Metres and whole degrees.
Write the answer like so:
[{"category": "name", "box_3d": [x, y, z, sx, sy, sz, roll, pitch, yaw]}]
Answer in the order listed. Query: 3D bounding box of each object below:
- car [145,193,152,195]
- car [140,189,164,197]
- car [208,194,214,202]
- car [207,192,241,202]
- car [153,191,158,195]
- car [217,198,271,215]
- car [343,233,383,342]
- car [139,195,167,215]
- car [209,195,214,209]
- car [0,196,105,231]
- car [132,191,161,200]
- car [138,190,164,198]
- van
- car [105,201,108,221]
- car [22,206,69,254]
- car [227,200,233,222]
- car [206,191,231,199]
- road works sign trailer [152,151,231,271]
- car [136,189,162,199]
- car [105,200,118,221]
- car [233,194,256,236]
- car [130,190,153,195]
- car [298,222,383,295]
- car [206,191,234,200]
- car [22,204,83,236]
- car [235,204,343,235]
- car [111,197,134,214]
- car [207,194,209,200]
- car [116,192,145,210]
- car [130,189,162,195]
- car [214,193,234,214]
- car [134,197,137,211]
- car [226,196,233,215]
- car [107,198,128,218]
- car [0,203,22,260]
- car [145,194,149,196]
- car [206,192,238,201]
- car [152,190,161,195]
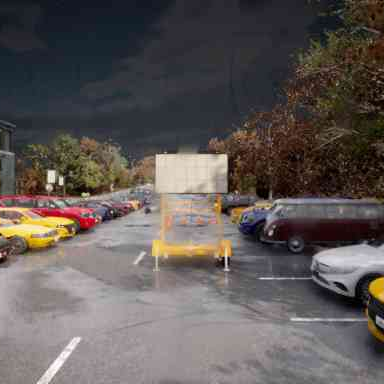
[{"category": "car", "box_3d": [-8.134, 1.234, 43.403, 4.792, 1.488, 2.163, 0, 1, 0]}, {"category": "car", "box_3d": [-8.171, 0.245, 68.465, 4.792, 1.488, 2.163, 0, 3, 0]}, {"category": "car", "box_3d": [4.969, 1.204, 43.473, 4.892, 1.521, 2.231, 0, 2, 0]}, {"category": "car", "box_3d": [5.144, 0.854, 54.623, 5.366, 1.575, 1.946, 0, 2, 0]}, {"category": "car", "box_3d": [-8.146, 0.992, 51.769, 4.792, 1.488, 2.163, 0, 2, 0]}, {"category": "car", "box_3d": [4.997, 1.405, 32.450, 5.008, 1.535, 2.097, 0, 1, 0]}, {"category": "car", "box_3d": [5.039, 1.480, 4.461, 5.008, 1.535, 2.097, 0, 0, 0]}, {"category": "car", "box_3d": [-3.549, 1.409, 33.112, 2.128, 1.511, 4.902, 0, 1, 0]}, {"category": "car", "box_3d": [4.802, 1.364, 35.239, 5.366, 1.575, 1.946, 0, 1, 0]}, {"category": "car", "box_3d": [-8.039, 1.227, 18.326, 5.566, 2.045, 2.435, 0, 0, 0]}, {"category": "car", "box_3d": [-8.135, 0.624, 60.124, 5.008, 1.535, 2.097, 0, 2, 0]}, {"category": "car", "box_3d": [-8.109, 0.384, 65.684, 4.792, 1.488, 2.163, 0, 3, 0]}, {"category": "van", "box_3d": [4.905, 1.254, 12.816, 4.442, 1.987, 1.878, 0, 0, 0]}, {"category": "car", "box_3d": [-8.074, 1.517, 21.110, 4.674, 1.452, 2.002, 0, 0, 0]}, {"category": "car", "box_3d": [-7.873, 1.477, 12.760, 5.366, 1.575, 1.946, 0, 0, 0]}, {"category": "car", "box_3d": [5.003, 1.477, 21.294, 5.008, 1.535, 2.097, 0, 0, 0]}, {"category": "car", "box_3d": [4.948, 0.524, 63.116, 4.674, 1.452, 2.002, 0, 3, 0]}, {"category": "road works sign trailer", "box_3d": [-0.016, 0.464, 10.897, 2.380, 3.560, 2.880, 0, 0, 0]}, {"category": "car", "box_3d": [-8.103, 0.368, 62.894, 4.553, 1.767, 2.185, 0, 3, 0]}, {"category": "car", "box_3d": [-8.105, 1.502, 23.895, 4.792, 1.488, 2.163, 0, 0, 0]}, {"category": "car", "box_3d": [4.989, 1.227, 15.601, 5.566, 2.045, 2.435, 0, 0, 0]}, {"category": "car", "box_3d": [-8.140, 1.007, 46.185, 4.553, 1.767, 2.185, 0, 2, 0]}, {"category": "car", "box_3d": [5.032, 1.521, 7.246, 4.674, 1.452, 2.002, 0, 0, 0]}, {"category": "car", "box_3d": [4.979, 0.651, 60.206, 4.792, 1.488, 2.163, 0, 3, 0]}, {"category": "car", "box_3d": [-8.068, 1.479, 15.543, 5.008, 1.535, 2.097, 0, 0, 0]}, {"category": "car", "box_3d": [5.198, 1.475, 18.386, 5.366, 1.575, 1.946, 0, 0, 0]}, {"category": "car", "box_3d": [-8.090, 1.437, 29.472, 5.008, 1.535, 2.097, 0, 1, 0]}, {"category": "car", "box_3d": [4.965, 1.127, 46.390, 5.008, 1.535, 2.097, 0, 2, 0]}, {"category": "car", "box_3d": [-8.065, 1.199, 37.826, 4.553, 1.767, 2.185, 0, 1, 0]}, {"category": "car", "box_3d": [-8.097, 0.496, 57.322, 5.566, 2.045, 2.435, 0, 2, 0]}, {"category": "car", "box_3d": [5.024, 1.184, 29.659, 5.566, 2.045, 2.435, 0, 1, 0]}, {"category": "car", "box_3d": [-8.085, 1.448, 32.261, 4.674, 1.452, 2.002, 0, 1, 0]}, {"category": "car", "box_3d": [5.035, 1.346, 24.080, 4.553, 1.767, 2.185, 0, 0, 0]}, {"category": "car", "box_3d": [-8.085, 1.459, 26.682, 5.008, 1.535, 2.097, 0, 0, 0]}, {"category": "car", "box_3d": [-8.086, 1.355, 10.102, 4.553, 1.767, 2.185, 0, 0, 0]}, {"category": "car", "box_3d": [-8.071, 1.298, 40.616, 4.792, 1.488, 2.163, 0, 1, 0]}, {"category": "car", "box_3d": [5.140, 0.741, 57.416, 5.366, 1.575, 1.946, 0, 2, 0]}, {"category": "car", "box_3d": [-8.128, 0.861, 54.545, 4.892, 1.521, 2.231, 0, 2, 0]}]
